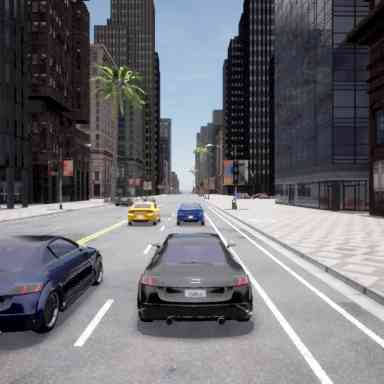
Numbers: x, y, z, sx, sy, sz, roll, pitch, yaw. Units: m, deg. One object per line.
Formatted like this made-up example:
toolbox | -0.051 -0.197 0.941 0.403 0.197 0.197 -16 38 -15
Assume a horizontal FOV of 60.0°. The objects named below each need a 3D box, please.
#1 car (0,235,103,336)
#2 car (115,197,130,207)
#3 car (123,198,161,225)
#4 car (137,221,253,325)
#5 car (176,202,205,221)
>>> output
car | -3.210 1.563 6.778 1.994 1.385 4.181 0 0 0
car | -10.254 1.482 50.126 1.882 1.535 5.008 0 0 0
car | -3.361 1.477 24.008 1.882 1.535 5.008 0 0 0
car | 0.036 1.563 7.230 1.994 1.385 4.181 0 0 0
car | -0.110 1.477 24.034 1.882 1.535 5.008 0 0 -1
